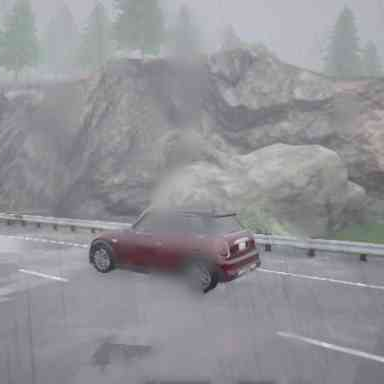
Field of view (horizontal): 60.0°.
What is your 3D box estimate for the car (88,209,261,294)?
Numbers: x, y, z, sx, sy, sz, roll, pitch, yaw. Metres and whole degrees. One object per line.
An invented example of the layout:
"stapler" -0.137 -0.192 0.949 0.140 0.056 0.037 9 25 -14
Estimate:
"car" -0.625 1.238 8.724 4.553 1.767 2.097 0 1 34
